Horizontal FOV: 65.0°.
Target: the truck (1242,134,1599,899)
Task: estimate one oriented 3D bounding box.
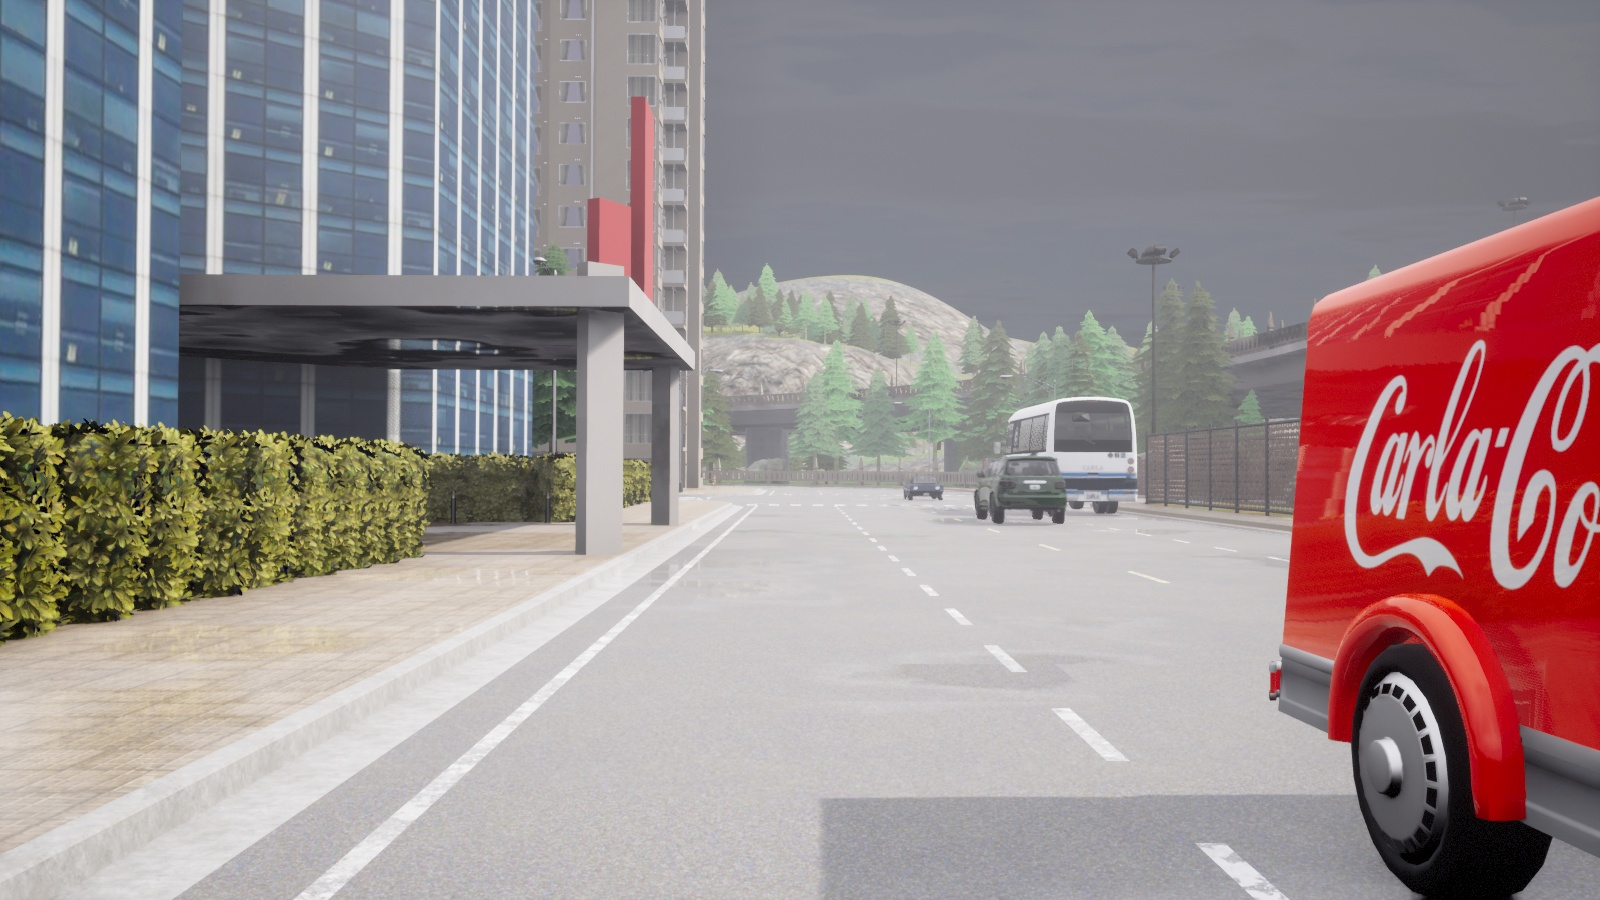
[{"bbox_3d":[3.488,0.374,3.518,2.627,2.467,5.204,0,-1,0],"label":"truck"}]

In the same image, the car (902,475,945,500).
[{"bbox_3d":[6.816,2.066,69.825,1.895,1.301,4.718,0,-1,0],"label":"car"}]

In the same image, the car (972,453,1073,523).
[{"bbox_3d":[6.893,1.168,39.551,2.150,2.045,5.566,0,-1,0],"label":"car"}]

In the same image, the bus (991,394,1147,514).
[{"bbox_3d":[10.362,0.232,49.859,3.944,4.253,10.273,0,-1,0],"label":"bus"}]
